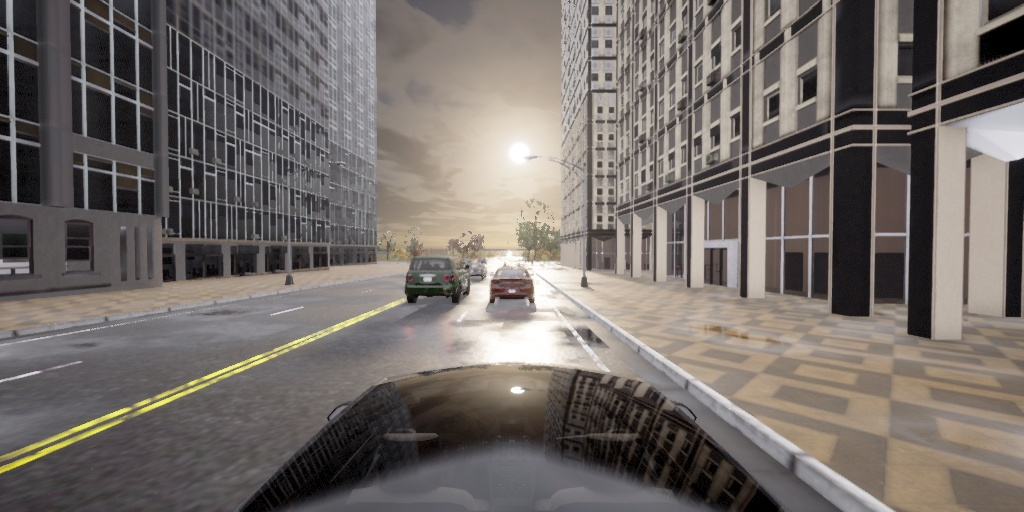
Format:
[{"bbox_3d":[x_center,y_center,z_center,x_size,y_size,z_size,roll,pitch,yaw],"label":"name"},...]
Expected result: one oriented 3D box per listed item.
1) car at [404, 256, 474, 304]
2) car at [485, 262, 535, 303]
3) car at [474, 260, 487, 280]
[{"bbox_3d":[-3.250,1.000,16.531,2.150,2.045,5.566,0,0,0],"label":"car"},{"bbox_3d":[0.000,1.227,16.503,1.882,1.535,5.008,0,0,0],"label":"car"},{"bbox_3d":[-3.250,1.294,31.505,2.033,1.411,5.357,0,0,0],"label":"car"}]
